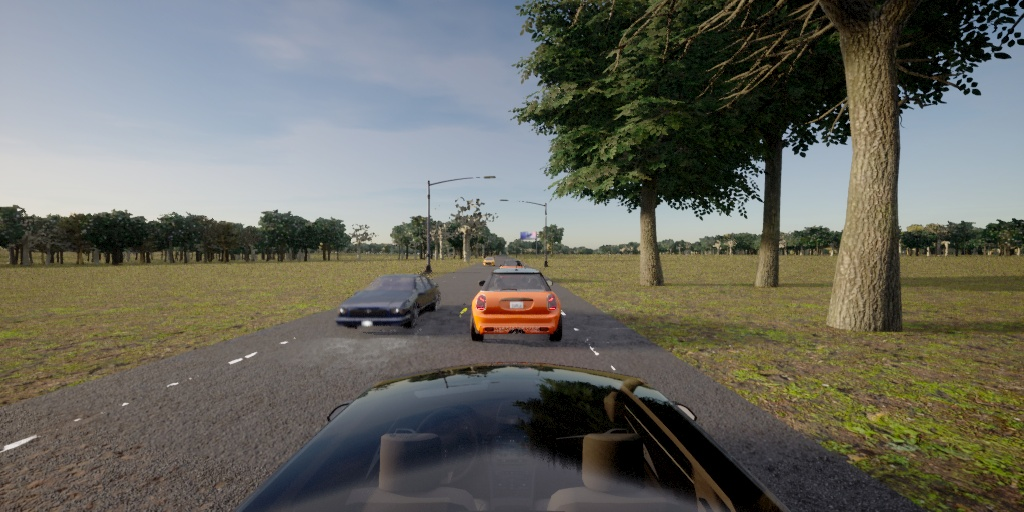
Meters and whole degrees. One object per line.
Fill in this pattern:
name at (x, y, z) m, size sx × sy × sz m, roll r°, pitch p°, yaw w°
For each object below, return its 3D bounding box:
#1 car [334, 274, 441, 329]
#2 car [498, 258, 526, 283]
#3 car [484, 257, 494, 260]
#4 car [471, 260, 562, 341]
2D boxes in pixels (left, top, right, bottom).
car at (-3.591, 1.292, 11.554) m, size 2.033 × 1.411 × 5.357 m, roll 0°, pitch 0°, yaw 0°
car at (0.060, 1.078, 28.858) m, size 2.097 × 1.767 × 4.553 m, roll 0°, pitch 0°, yaw 1°
car at (-3.823, 0.991, 60.294) m, size 1.882 × 1.535 × 5.008 m, roll 0°, pitch 0°, yaw 0°
car at (0.105, 1.098, 10.016) m, size 2.097 × 1.767 × 4.553 m, roll 0°, pitch 0°, yaw 0°
